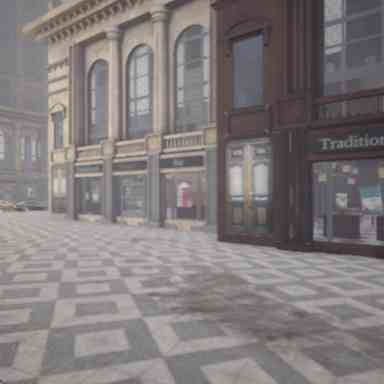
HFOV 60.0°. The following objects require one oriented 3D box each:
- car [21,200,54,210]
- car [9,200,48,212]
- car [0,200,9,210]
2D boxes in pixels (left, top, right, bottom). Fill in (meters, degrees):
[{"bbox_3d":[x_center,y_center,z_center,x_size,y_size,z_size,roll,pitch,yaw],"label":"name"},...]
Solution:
[{"bbox_3d":[-23.934,1.978,51.644,1.947,1.339,4.313,-1,-1,36],"label":"car"},{"bbox_3d":[-20.233,1.865,42.179,1.947,1.339,4.313,-1,-1,36],"label":"car"},{"bbox_3d":[-27.264,1.863,47.006,1.752,1.417,4.829,-1,-2,36],"label":"car"}]
